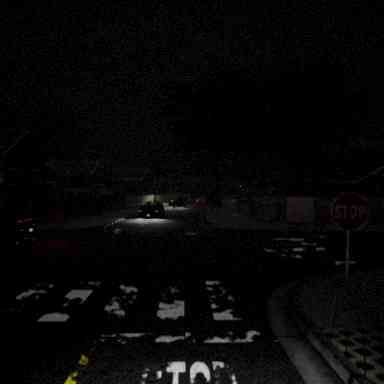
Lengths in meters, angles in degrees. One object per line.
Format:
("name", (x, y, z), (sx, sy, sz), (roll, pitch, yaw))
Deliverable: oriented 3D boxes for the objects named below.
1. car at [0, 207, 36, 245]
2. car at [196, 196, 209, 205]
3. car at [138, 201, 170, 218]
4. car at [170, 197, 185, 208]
("car", (-9.392, 1.418, 14.481), (4.902, 1.511, 2.128), (0, 2, 2))
("car", (1.872, 1.515, 56.677), (1.812, 1.442, 4.674), (0, 0, 10))
("car", (-3.529, 1.516, 30.015), (2.033, 1.411, 5.357), (0, 0, 2))
("car", (-2.164, 1.499, 48.563), (1.812, 1.442, 4.674), (0, 0, 7))
